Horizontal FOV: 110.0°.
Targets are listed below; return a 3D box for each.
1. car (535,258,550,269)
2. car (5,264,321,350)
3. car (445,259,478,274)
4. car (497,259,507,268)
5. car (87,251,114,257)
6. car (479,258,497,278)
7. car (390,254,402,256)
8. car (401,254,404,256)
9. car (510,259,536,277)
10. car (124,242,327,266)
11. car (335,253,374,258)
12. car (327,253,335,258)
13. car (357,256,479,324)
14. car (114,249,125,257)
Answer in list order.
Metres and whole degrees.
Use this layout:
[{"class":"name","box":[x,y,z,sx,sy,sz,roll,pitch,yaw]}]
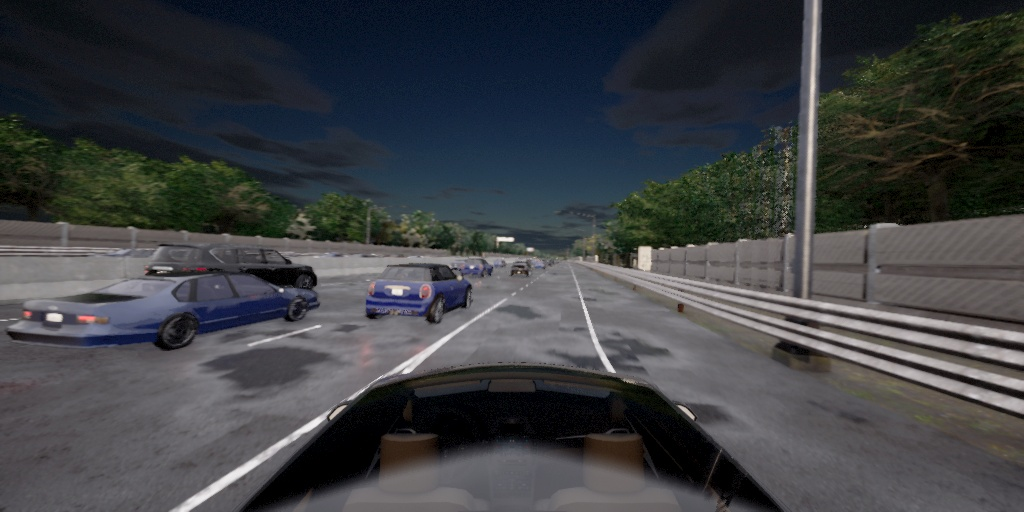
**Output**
[{"class":"car","box":[4.763,1.501,60.521,2.033,1.411,5.357,2,0,9]},{"class":"car","box":[-6.902,1.041,8.186,2.033,1.411,5.357,2,0,9]},{"class":"car","box":[-5.490,1.100,39.785,2.033,1.411,5.357,2,0,9]},{"class":"car","box":[-2.144,1.240,61.627,2.033,1.411,5.357,2,0,9]},{"class":"car","box":[-28.820,0.196,26.921,1.812,1.442,4.674,2,0,9]},{"class":"car","box":[-3.077,0.994,32.485,2.097,1.767,4.553,2,0,9]},{"class":"car","box":[-19.885,0.424,61.255,2.097,1.767,4.553,2,0,9]},{"class":"car","box":[-16.436,0.680,60.697,1.812,1.442,4.674,2,0,9]},{"class":"car","box":[1.030,1.305,36.186,1.837,1.490,4.892,2,0,9]},{"class":"car","box":[-9.677,0.611,12.978,2.150,2.045,5.566,2,0,9]},{"class":"car","box":[-19.019,0.521,44.180,1.882,1.535,5.008,2,0,9]},{"class":"car","box":[-22.495,0.389,44.577,1.882,1.535,5.008,2,0,9]},{"class":"car","box":[-2.785,1.001,11.800,2.097,1.767,4.553,2,0,9]},{"class":"car","box":[-25.318,0.350,26.713,2.033,1.411,5.357,2,0,9]}]
